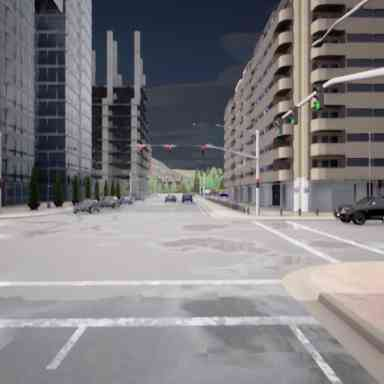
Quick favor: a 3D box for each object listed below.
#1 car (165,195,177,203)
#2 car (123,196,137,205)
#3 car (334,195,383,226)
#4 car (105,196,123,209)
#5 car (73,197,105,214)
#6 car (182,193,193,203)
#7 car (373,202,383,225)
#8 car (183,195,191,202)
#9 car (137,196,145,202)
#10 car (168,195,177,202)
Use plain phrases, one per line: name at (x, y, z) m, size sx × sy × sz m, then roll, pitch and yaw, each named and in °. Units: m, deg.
car at (-4.467, 1.340, 69.136) m, size 2.097 × 1.767 × 4.553 m, roll 0°, pitch 0°, yaw -1°
car at (-11.384, 1.515, 58.046) m, size 1.812 × 1.442 × 4.674 m, roll 0°, pitch 0°, yaw 0°
car at (13.216, 1.274, 23.811) m, size 5.566 × 2.045 × 2.150 m, roll 0°, pitch 0°, yaw -1°
car at (-11.219, 1.344, 45.221) m, size 2.097 × 1.767 × 4.553 m, roll 0°, pitch 0°, yaw -1°
car at (-11.098, 1.498, 35.390) m, size 1.837 × 1.490 × 4.892 m, roll 0°, pitch 0°, yaw 0°
car at (-0.958, 1.210, 68.547) m, size 2.150 × 2.045 × 5.566 m, roll 0°, pitch 0°, yaw -1°
car at (14.281, 1.544, 20.329) m, size 4.902 × 1.511 × 2.128 m, roll 0°, pitch 0°, yaw -1°
car at (-1.111, 1.460, 79.280) m, size 1.882 × 1.535 × 5.008 m, roll 0°, pitch 0°, yaw -1°
car at (-11.525, 1.478, 73.142) m, size 2.033 × 1.411 × 5.357 m, roll 0°, pitch 0°, yaw -1°
car at (-4.610, 1.459, 79.229) m, size 1.882 × 1.535 × 5.008 m, roll 0°, pitch 0°, yaw -1°
